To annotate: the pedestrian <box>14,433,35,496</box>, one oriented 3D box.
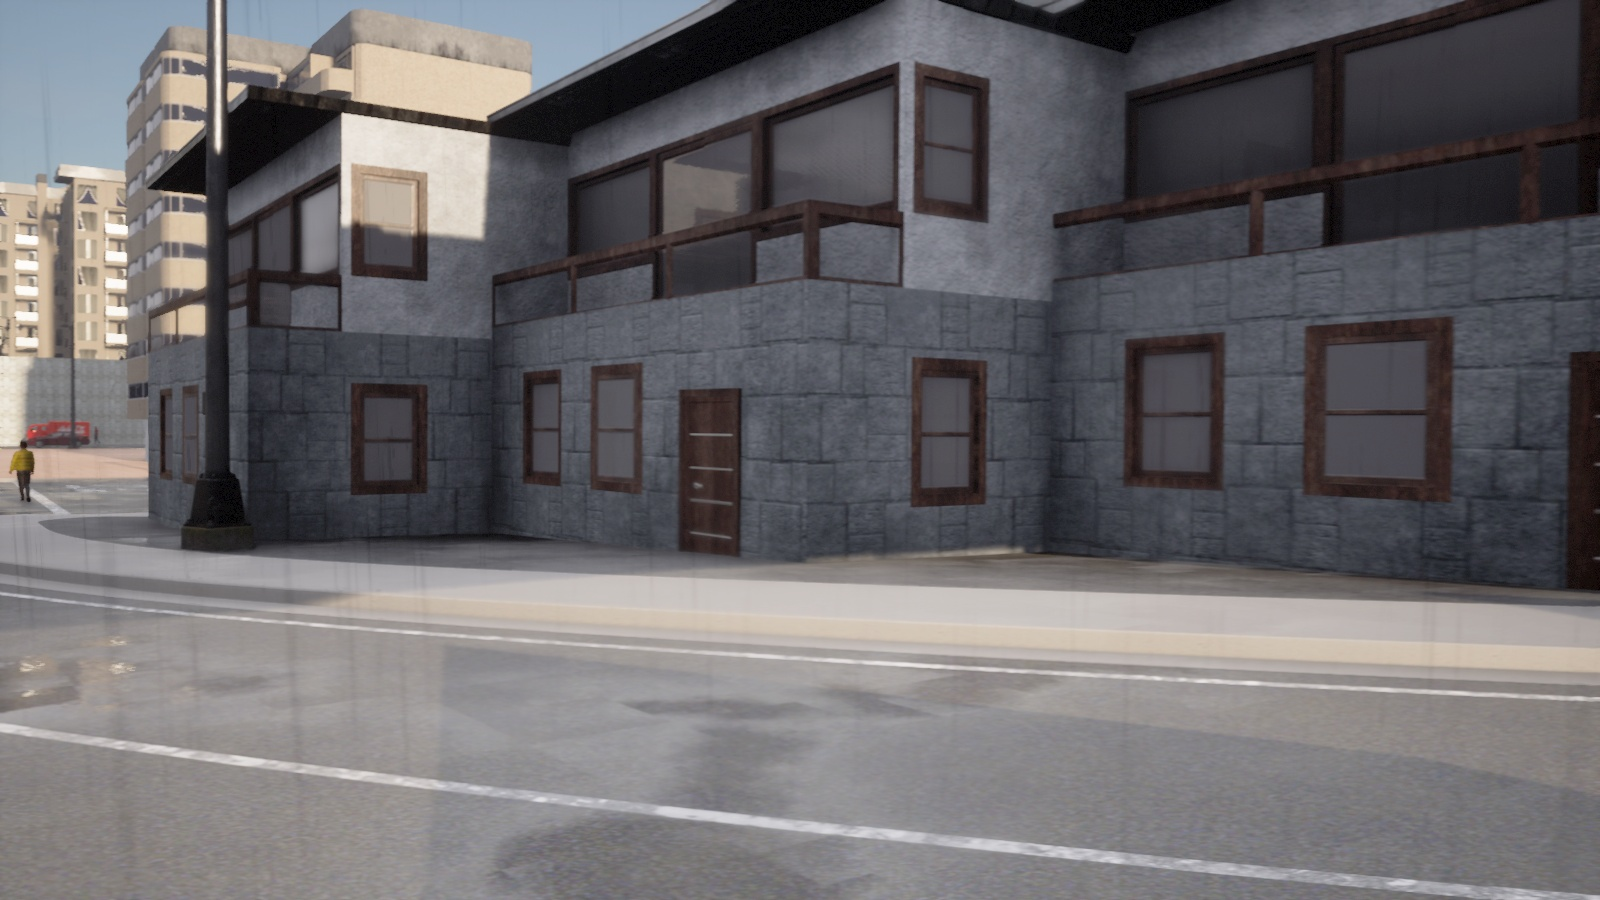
[{"bbox_3d":[-22.966,0.432,37.206,0.431,1.840,0.709,0,1,-39],"label":"pedestrian"}]
